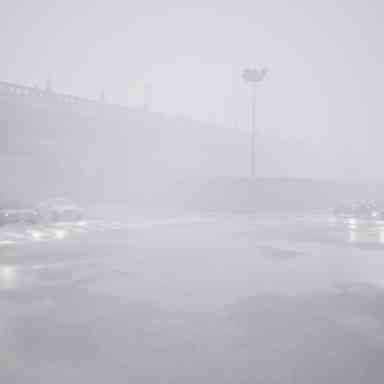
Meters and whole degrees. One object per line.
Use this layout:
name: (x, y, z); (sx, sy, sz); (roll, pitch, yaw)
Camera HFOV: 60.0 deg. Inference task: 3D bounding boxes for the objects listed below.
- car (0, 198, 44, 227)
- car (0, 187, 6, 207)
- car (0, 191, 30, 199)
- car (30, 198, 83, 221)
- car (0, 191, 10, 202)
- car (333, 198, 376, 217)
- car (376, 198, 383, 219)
car: (-10.837, 1.254, 19.798); (1.895, 1.301, 4.718); (0, 1, -44)
car: (-22.886, 0.497, 37.320); (2.150, 2.045, 5.566); (0, 1, -44)
car: (-15.882, 0.931, 30.058); (1.882, 1.535, 5.008); (0, 1, -44)
car: (-9.385, 1.143, 23.362); (1.812, 1.442, 4.674); (0, 1, -45)
car: (-28.437, 0.606, 48.487); (2.033, 1.411, 5.357); (0, 1, -43)
car: (13.545, 1.268, 27.818); (4.674, 1.442, 1.812); (0, 1, -44)
car: (15.982, 1.330, 25.306); (4.674, 1.442, 1.812); (0, 1, -44)
